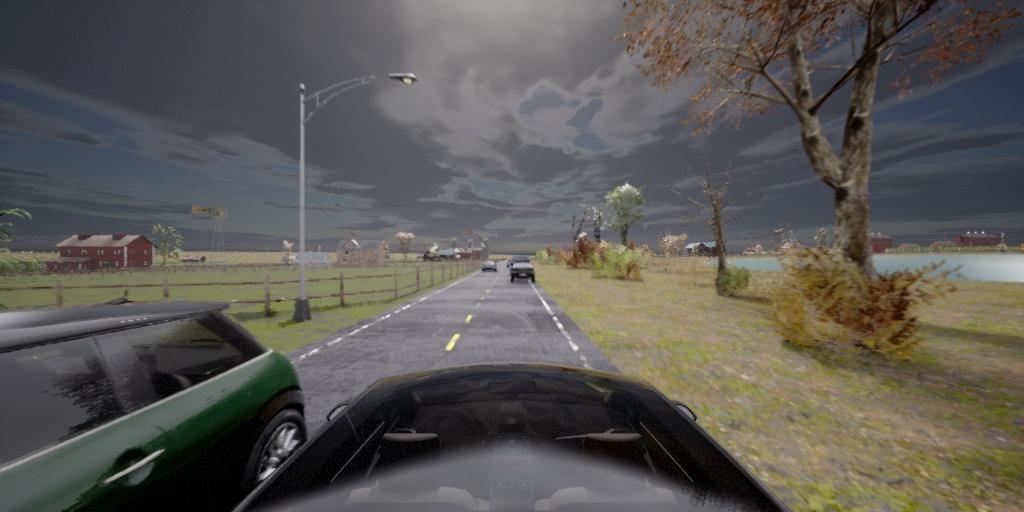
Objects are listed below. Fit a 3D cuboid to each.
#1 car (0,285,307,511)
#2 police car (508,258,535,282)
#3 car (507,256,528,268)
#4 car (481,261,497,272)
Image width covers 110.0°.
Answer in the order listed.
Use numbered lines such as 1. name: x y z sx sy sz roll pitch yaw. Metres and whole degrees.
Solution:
1. car: -2.850 1.102 1.230 2.097 1.767 4.553 0 0 0
2. police car: 0.828 1.184 29.163 1.930 1.638 5.238 0 0 0
3. car: 0.830 0.993 39.083 2.150 2.045 5.566 0 0 0
4. car: -2.823 1.323 45.632 2.033 1.411 5.357 0 0 0
